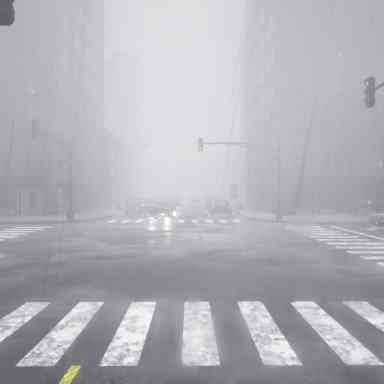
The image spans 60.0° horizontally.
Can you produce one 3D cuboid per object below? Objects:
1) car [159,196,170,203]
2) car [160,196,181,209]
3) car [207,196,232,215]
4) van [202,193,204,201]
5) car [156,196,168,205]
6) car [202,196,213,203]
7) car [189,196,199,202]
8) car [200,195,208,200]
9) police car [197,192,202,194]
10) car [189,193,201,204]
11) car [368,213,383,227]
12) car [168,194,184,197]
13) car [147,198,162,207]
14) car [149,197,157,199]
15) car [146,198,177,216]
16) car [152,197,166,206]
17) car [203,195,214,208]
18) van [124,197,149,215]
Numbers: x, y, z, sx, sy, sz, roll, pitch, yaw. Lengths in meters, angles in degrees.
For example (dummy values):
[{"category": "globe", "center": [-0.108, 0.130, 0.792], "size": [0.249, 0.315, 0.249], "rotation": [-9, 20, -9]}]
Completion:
[{"category": "car", "center": [-5.503, 1.566, 67.373], "size": [1.947, 1.339, 4.313], "rotation": [0, 0, 0]}, {"category": "car", "center": [-2.873, 1.604, 43.120], "size": [1.895, 1.301, 4.718], "rotation": [0, 0, 1]}, {"category": "car", "center": [2.841, 1.442, 33.320], "size": [1.967, 1.590, 4.097], "rotation": [0, 0, 0]}, {"category": "van", "center": [2.962, 1.344, 55.997], "size": [1.690, 1.788, 3.998], "rotation": [0, 0, 0]}, {"category": "car", "center": [-5.534, 1.527, 61.534], "size": [1.752, 1.417, 4.829], "rotation": [0, 0, 0]}, {"category": "car", "center": [3.023, 1.551, 67.335], "size": [2.008, 1.369, 4.403], "rotation": [0, 0, 0]}, {"category": "car", "center": [0.397, 1.539, 74.170], "size": [2.033, 1.411, 5.357], "rotation": [0, 0, 0]}, {"category": "car", "center": [3.144, 1.558, 90.012], "size": [1.947, 1.339, 4.313], "rotation": [0, 0, 0]}, {"category": "police car", "center": [2.786, 1.421, 79.426], "size": [1.930, 1.638, 5.238], "rotation": [0, 0, 0]}, {"category": "car", "center": [0.438, 1.506, 63.851], "size": [1.837, 1.490, 4.892], "rotation": [0, 0, 0]}, {"category": "car", "center": [13.643, 1.615, 20.648], "size": [4.718, 1.301, 1.895], "rotation": [0, 0, 0]}, {"category": "car", "center": [-2.808, 1.550, 53.810], "size": [2.033, 1.411, 5.357], "rotation": [0, 0, 1]}, {"category": "car", "center": [-5.594, 1.585, 50.368], "size": [1.802, 1.307, 4.206], "rotation": [0, 0, 0]}, {"category": "car", "center": [-5.654, 1.443, 39.032], "size": [1.967, 1.590, 4.097], "rotation": [0, 0, 0]}, {"category": "car", "center": [-2.927, 1.603, 33.136], "size": [1.895, 1.301, 4.718], "rotation": [0, 0, 3]}, {"category": "car", "center": [-5.564, 1.568, 56.037], "size": [1.947, 1.339, 4.313], "rotation": [0, 0, 0]}, {"category": "car", "center": [2.902, 1.443, 44.658], "size": [1.967, 1.590, 4.097], "rotation": [0, 0, 0]}, {"category": "van", "center": [-5.685, 1.343, 33.363], "size": [1.690, 1.788, 3.998], "rotation": [0, 0, 0]}]
